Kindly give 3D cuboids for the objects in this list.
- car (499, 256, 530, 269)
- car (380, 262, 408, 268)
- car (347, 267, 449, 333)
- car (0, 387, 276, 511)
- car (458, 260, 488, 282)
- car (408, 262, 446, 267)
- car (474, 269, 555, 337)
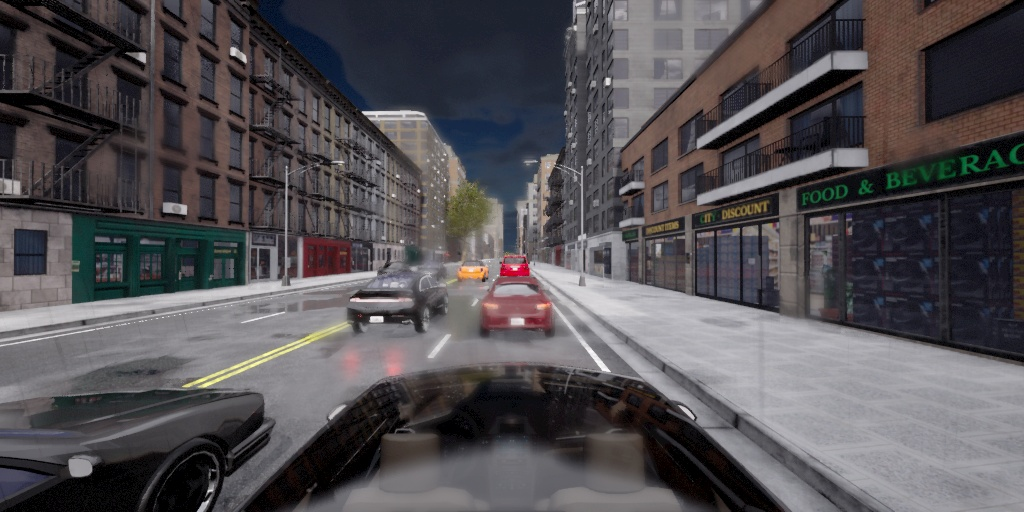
[{"bbox_3d":[0.206,0.984,27.257,2.150,2.045,5.566,0,0,0],"label":"car"},{"bbox_3d":[-9.738,1.270,29.997,1.837,1.490,4.892,0,0,0],"label":"car"},{"bbox_3d":[-3.110,1.244,10.661,2.128,1.511,4.902,0,0,0],"label":"car"},{"bbox_3d":[-3.160,1.297,0.852,2.033,1.411,5.357,0,0,1],"label":"car"},{"bbox_3d":[-3.041,1.116,28.950,2.097,1.767,4.553,0,0,0],"label":"car"},{"bbox_3d":[-6.491,1.256,29.218,2.128,1.511,4.902,0,0,0],"label":"car"},{"bbox_3d":[0.131,1.278,10.159,1.812,1.442,4.674,0,0,0],"label":"car"}]
